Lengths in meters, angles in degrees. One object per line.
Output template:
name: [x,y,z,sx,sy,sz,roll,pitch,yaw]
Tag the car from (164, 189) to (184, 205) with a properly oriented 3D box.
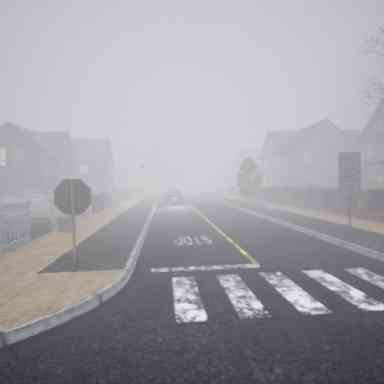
car: [-1.886,0.455,34.721,2.128,1.511,4.902,-2,2,-5]
